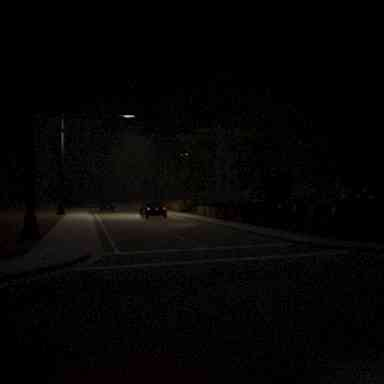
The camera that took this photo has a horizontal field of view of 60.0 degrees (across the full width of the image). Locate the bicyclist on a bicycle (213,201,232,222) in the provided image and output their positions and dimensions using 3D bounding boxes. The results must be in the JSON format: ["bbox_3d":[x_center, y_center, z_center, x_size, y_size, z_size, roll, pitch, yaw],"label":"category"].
[{"bbox_3d":[2.425,1.561,26.336,1.656,1.620,0.582,0,-1,-18],"label":"bicyclist on a bicycle"}]

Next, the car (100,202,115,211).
[{"bbox_3d":[-12.613,2.110,49.453,1.994,1.385,4.181,0,-1,-17],"label":"car"}]

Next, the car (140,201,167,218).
[{"bbox_3d":[-4.042,1.706,34.166,2.097,1.767,4.553,0,-1,-18],"label":"car"}]
